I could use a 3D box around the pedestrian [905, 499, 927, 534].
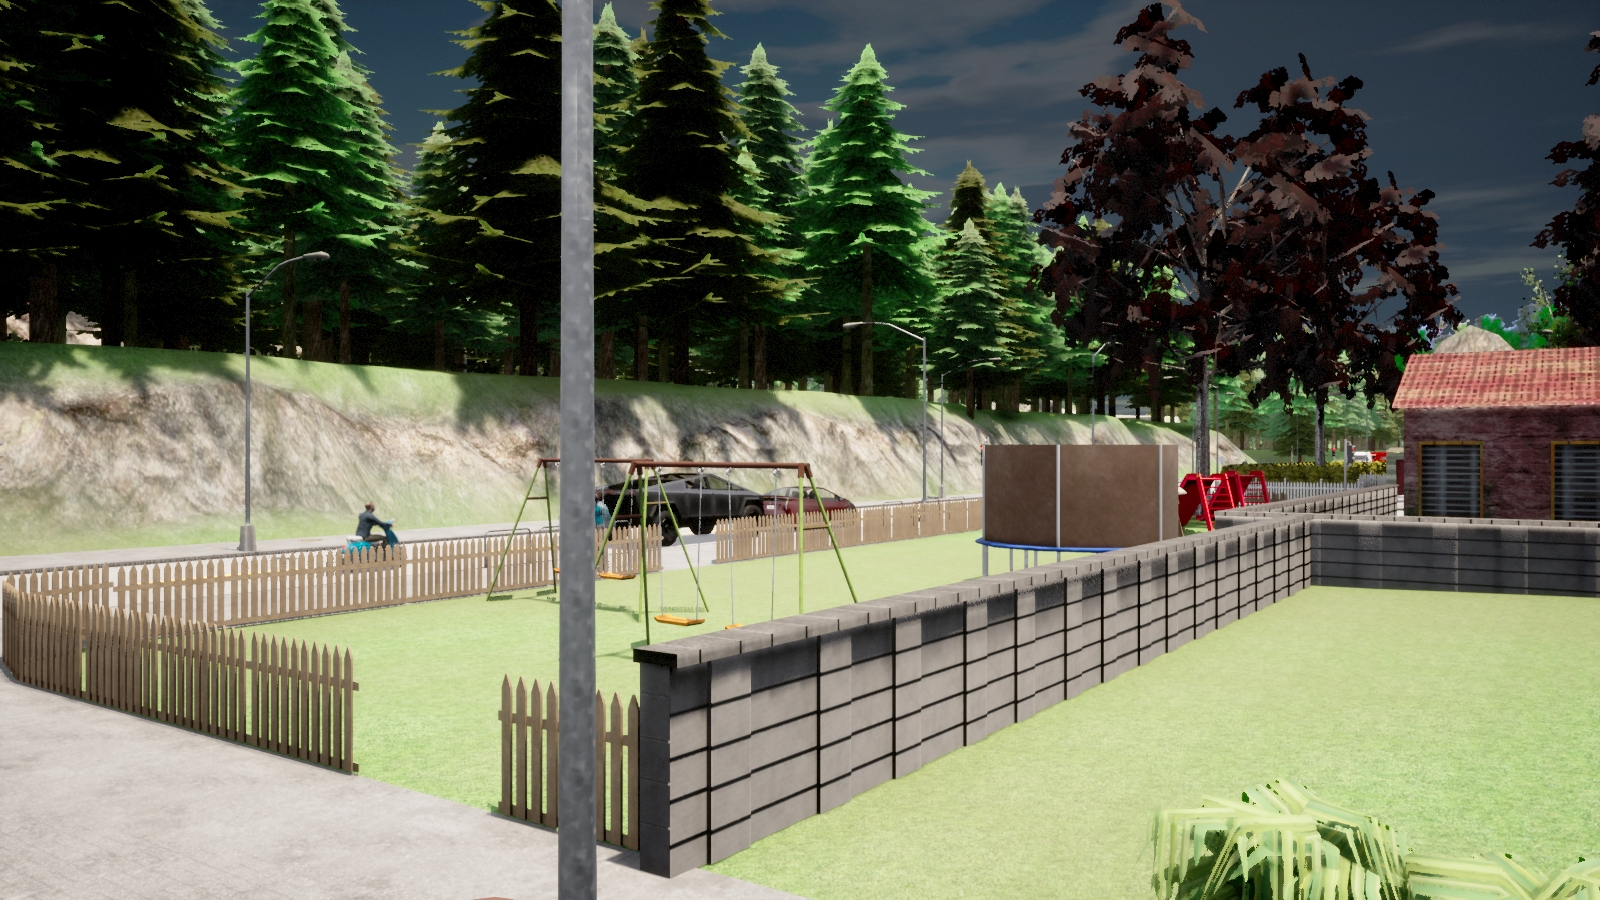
[{"bbox_3d":[3.729,2.125,36.683,0.500,1.100,0.500,0,0,35],"label":"pedestrian"}]

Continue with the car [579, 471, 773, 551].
[{"bbox_3d":[-3.653,1.754,35.096,2.390,2.098,6.274,0,0,35],"label":"car"}]

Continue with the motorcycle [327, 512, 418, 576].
[{"bbox_3d":[-9.856,2.142,26.409,0.856,1.316,1.805,0,0,36],"label":"motorcycle"}]

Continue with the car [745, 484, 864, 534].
[{"bbox_3d":[0.223,2.040,40.660,2.007,1.525,4.514,0,0,35],"label":"car"}]

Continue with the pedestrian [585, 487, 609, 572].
[{"bbox_3d":[-4.493,1.745,25.270,0.375,1.860,0.375,0,0,22],"label":"pedestrian"}]
